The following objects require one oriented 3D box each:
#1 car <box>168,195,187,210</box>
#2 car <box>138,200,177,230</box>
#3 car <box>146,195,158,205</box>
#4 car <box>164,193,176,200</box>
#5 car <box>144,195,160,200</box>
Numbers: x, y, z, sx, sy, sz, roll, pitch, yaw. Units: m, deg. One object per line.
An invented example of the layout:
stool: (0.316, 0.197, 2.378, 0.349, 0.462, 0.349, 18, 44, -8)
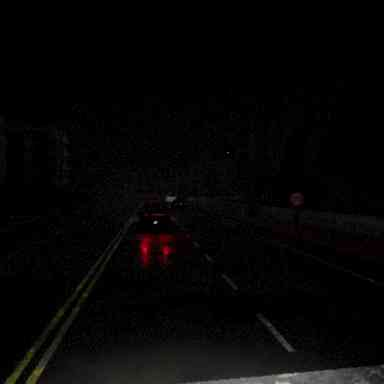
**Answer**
car: (-1.673, 1.538, 43.043, 2.033, 1.411, 5.357, 0, 0, -7)
car: (-2.339, 1.498, 20.997, 2.128, 1.511, 4.902, 0, 0, -7)
car: (-7.392, 1.377, 60.898, 2.097, 1.767, 4.553, 0, 0, -7)
car: (-3.824, 1.215, 60.551, 2.150, 2.045, 5.566, 0, 0, -7)
car: (-5.634, 1.370, 46.733, 2.097, 1.767, 4.553, 0, 0, -7)
